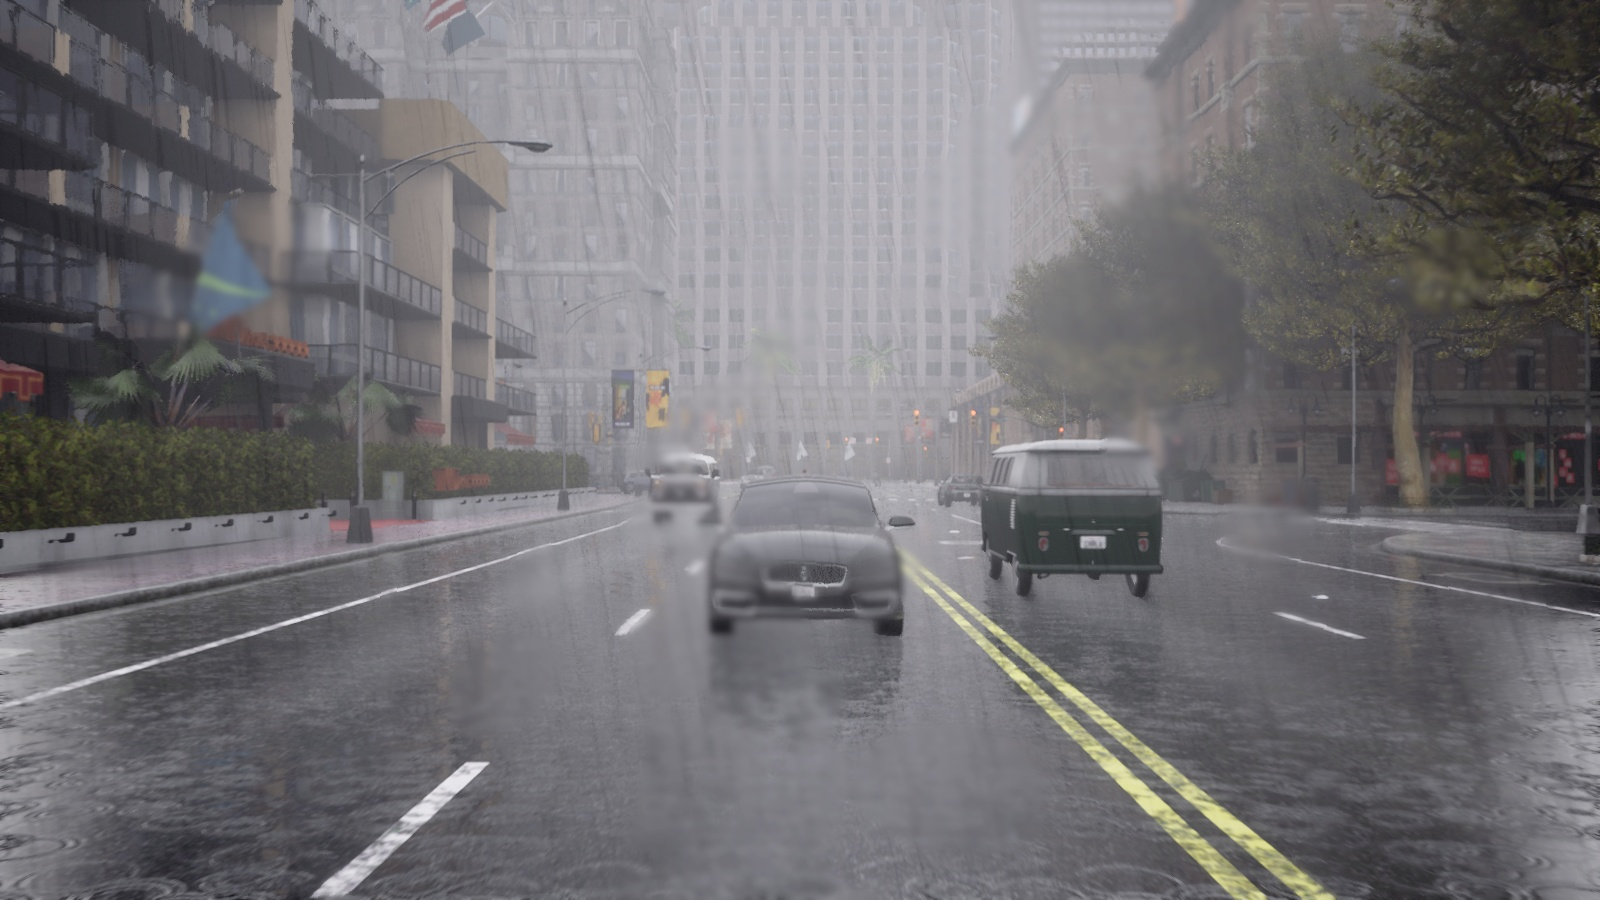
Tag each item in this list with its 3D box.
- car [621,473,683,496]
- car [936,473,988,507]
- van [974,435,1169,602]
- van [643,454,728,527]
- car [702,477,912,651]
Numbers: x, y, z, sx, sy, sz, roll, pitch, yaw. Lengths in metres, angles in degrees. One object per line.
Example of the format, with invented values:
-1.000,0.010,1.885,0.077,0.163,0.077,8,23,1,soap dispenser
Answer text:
-9.654,2.215,81.760,3.806,1.475,1.970,0,-1,-13,car
7.216,1.761,56.289,1.816,1.474,4.193,0,-1,0,car
3.550,0.849,17.233,1.775,1.987,4.442,0,-1,1,van
-3.336,1.193,37.431,2.069,2.038,4.480,0,-1,1,van
0.068,1.049,13.419,1.837,1.490,4.892,0,-1,0,car
